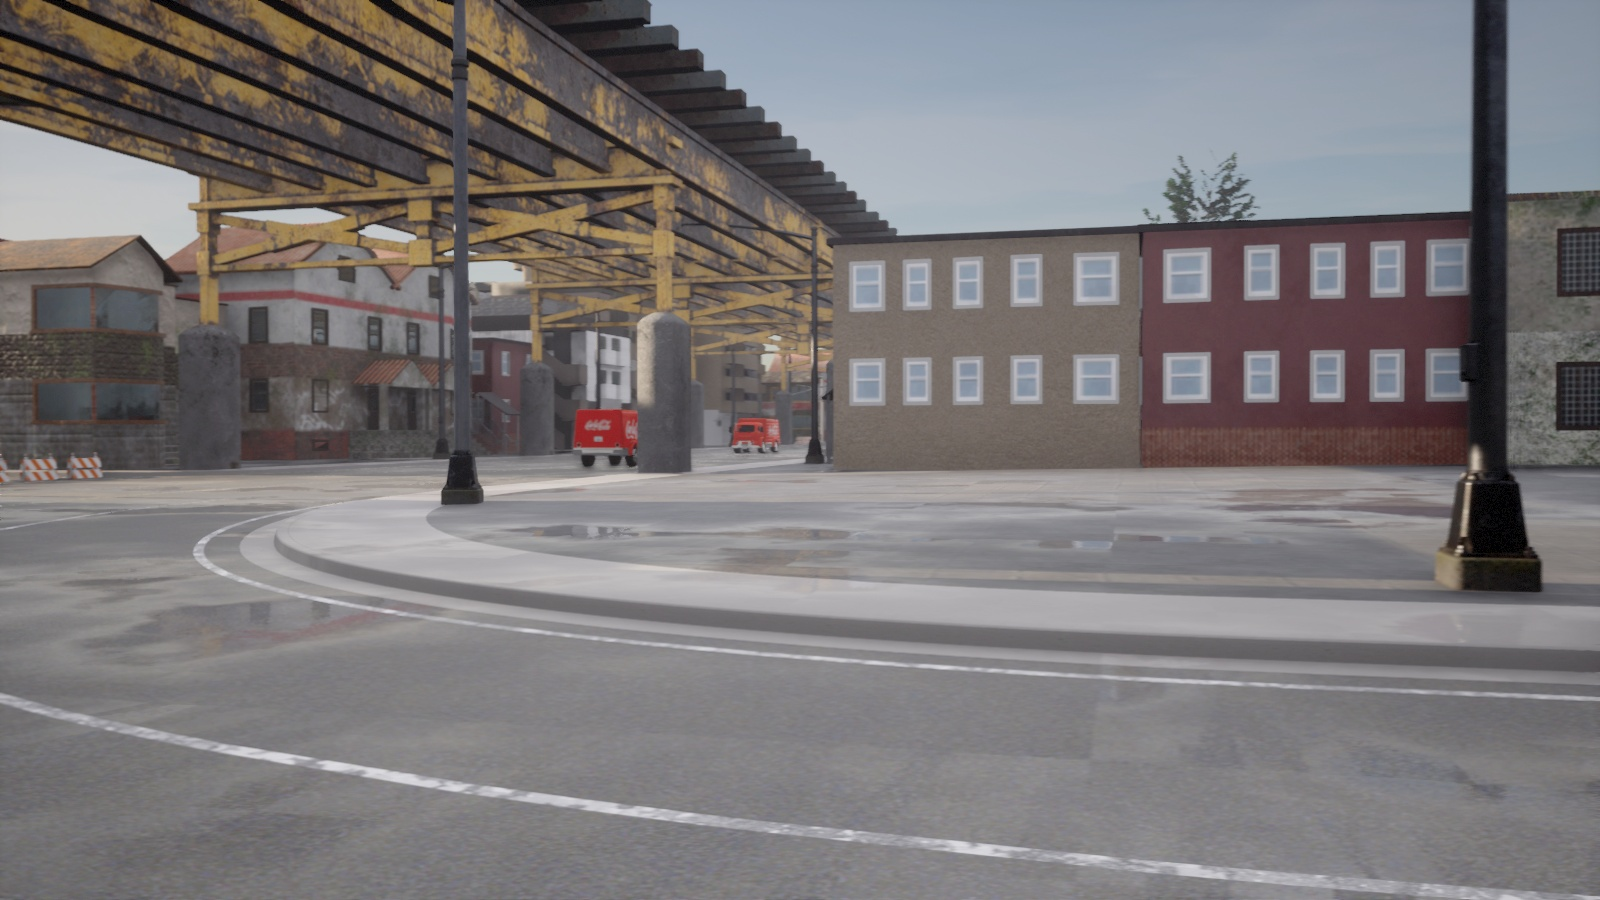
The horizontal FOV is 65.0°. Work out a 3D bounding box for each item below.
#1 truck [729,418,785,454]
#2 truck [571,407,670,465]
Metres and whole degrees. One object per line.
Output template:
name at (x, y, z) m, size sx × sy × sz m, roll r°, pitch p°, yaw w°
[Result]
truck at (-3.066, -1.030, 90.163) m, size 2.627 × 2.467 × 5.204 m, roll 1°, pitch 1°, yaw 15°
truck at (-8.112, -0.593, 57.362) m, size 2.627 × 2.467 × 5.204 m, roll 1°, pitch -1°, yaw 15°
